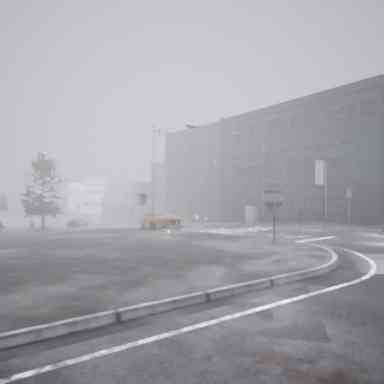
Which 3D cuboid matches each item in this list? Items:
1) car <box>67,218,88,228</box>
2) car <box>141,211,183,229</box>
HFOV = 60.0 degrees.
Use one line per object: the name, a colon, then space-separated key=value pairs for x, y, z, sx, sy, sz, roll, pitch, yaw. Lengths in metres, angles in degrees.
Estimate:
car: x=-16.605 y=4.499 z=48.202 sx=2.128 sy=1.511 sz=4.902 roll=1 pitch=-6 yaw=-36
car: x=-2.746 y=2.420 z=29.420 sx=1.882 sy=1.535 sz=5.008 roll=1 pitch=-5 yaw=-37
